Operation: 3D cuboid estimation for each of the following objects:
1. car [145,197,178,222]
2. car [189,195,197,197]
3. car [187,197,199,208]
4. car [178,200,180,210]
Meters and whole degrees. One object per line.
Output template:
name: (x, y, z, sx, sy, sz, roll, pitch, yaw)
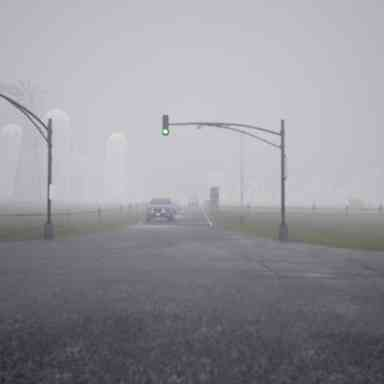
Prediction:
car: (-2.739, 1.482, 29.683, 2.150, 2.045, 5.566, 0, 0, 1)
car: (0.301, 1.690, 70.019, 2.150, 2.045, 5.566, 0, -1, 0)
car: (0.250, 2.038, 59.562, 1.837, 1.490, 4.892, 0, -1, 0)
car: (-2.685, 1.876, 39.646, 1.812, 1.442, 4.674, 0, -1, 0)
